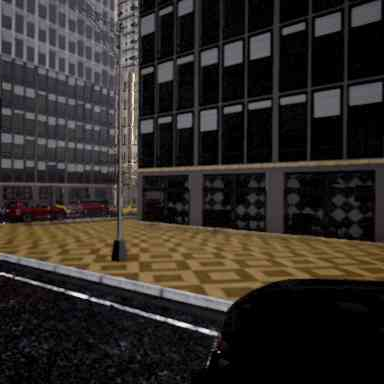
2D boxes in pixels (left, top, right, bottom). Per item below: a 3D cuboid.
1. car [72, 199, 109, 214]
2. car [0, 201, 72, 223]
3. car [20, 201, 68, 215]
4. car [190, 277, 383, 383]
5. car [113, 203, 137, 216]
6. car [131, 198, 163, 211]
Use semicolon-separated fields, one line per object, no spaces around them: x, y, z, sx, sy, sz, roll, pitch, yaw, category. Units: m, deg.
-12.432;1.731;40.505;2.097;1.767;4.553;1;0;37;car
-13.614;1.671;29.197;2.192;1.841;5.009;0;0;37;car
-17.099;1.839;38.576;1.752;1.417;4.829;0;0;37;car
2.644;1.218;1.796;5.566;2.045;2.150;0;0;35;car
-6.803;1.981;38.398;1.752;1.417;4.829;0;0;37;car
-6.517;1.817;48.481;2.097;1.767;4.553;1;0;37;car
